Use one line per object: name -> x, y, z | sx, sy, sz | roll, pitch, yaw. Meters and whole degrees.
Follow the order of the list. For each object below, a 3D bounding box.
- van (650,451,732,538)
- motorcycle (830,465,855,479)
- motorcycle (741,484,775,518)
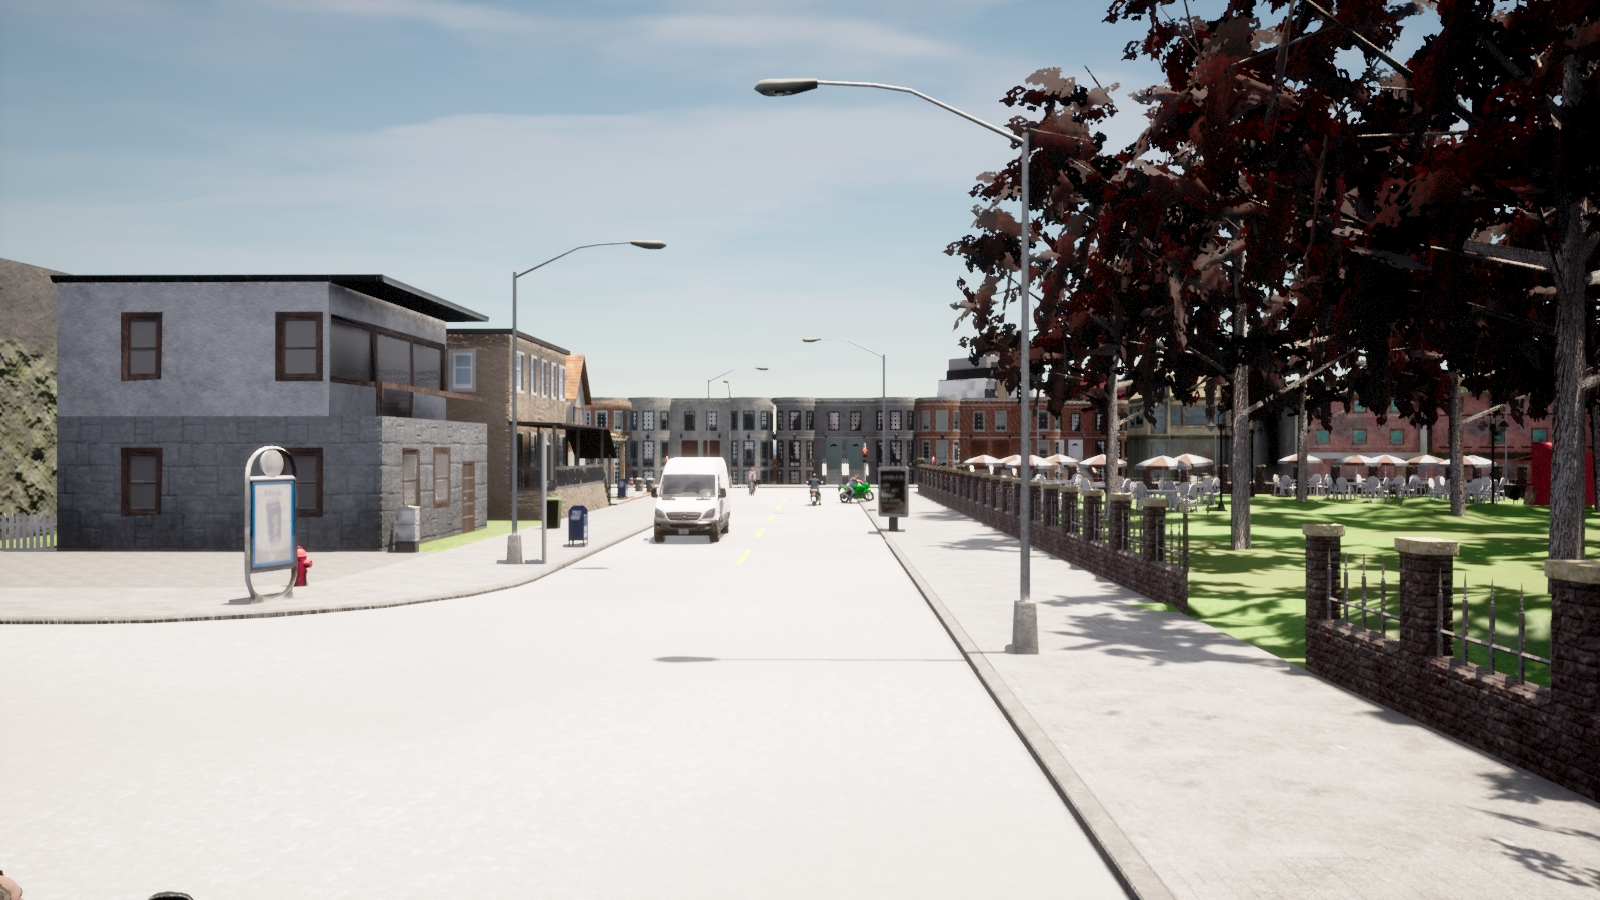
van -> -3.393, 1.314, 36.728 | 1.988, 2.561, 5.915 | 0, 0, 1
motorcycle -> 3.779, 1.939, 101.151 | 2.033, 1.145, 0.803 | -5, -2, 27
motorcycle -> -1.677, 1.985, 45.065 | 0.867, 1.251, 2.209 | 0, 0, -15
